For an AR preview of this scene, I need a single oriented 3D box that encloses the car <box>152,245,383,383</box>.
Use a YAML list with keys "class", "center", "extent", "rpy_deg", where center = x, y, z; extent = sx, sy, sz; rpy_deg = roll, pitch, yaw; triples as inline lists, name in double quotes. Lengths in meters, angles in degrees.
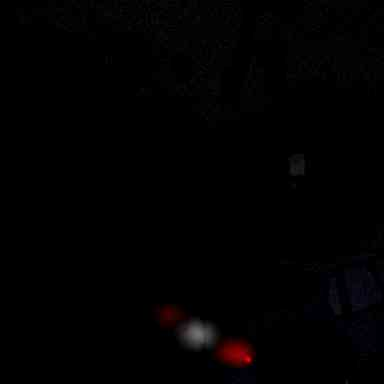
- class: "car"
  center: [2.099, 1.543, 4.938]
  extent: [5.357, 1.411, 2.033]
  rpy_deg: [0, 0, -35]
